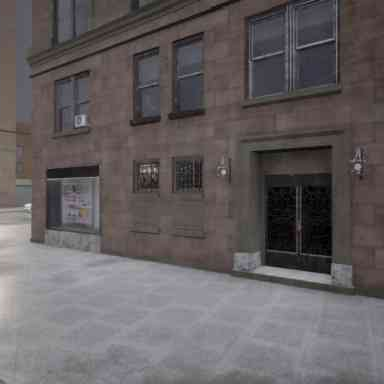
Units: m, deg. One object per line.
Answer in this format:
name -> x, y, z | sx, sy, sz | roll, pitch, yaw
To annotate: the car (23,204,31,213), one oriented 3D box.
car -> -15.648, 1.438, 35.818 | 1.812, 1.442, 4.674 | 0, 0, 35
